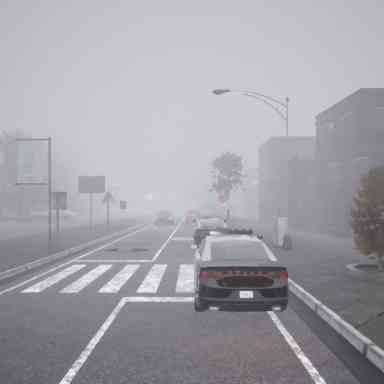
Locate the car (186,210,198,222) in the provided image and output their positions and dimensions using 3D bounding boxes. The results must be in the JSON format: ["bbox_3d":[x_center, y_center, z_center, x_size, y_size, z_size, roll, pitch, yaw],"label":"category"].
[{"bbox_3d":[0.203,3.276,46.658,2.097,1.767,4.553,0,-2,1],"label":"car"}]

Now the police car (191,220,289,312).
[{"bbox_3d":[0.998,1.765,8.656,1.930,1.638,5.238,0,-2,0],"label":"police car"}]

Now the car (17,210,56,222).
[{"bbox_3d":[-21.773,3.394,46.155,4.674,1.452,2.002,0,-2,0],"label":"car"}]

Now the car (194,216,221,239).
[{"bbox_3d":[1.060,2.527,24.543,1.812,1.442,4.674,0,-2,0],"label":"car"}]

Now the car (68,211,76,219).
[{"bbox_3d":[-21.748,3.628,52.700,5.008,1.535,2.097,0,-2,0],"label":"car"}]

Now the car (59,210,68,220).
[{"bbox_3d":[-21.754,3.492,49.430,4.892,1.521,2.231,0,-2,0],"label":"car"}]

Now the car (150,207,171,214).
[{"bbox_3d":[-8.498,4.960,89.809,5.566,2.045,2.435,0,-3,0],"label":"car"}]

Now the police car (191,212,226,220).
[{"bbox_3d":[1.034,2.178,18.658,1.930,1.638,5.238,0,-2,0],"label":"police car"}]

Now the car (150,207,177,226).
[{"bbox_3d":[-3.107,2.902,37.679,2.097,1.767,4.553,0,-2,0],"label":"car"}]

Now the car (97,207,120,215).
[{"bbox_3d":[-21.572,4.960,84.306,5.008,1.535,2.097,0,-2,0],"label":"car"}]

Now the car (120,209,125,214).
[{"bbox_3d":[-21.554,5.214,89.868,5.008,1.535,2.097,0,-3,0],"label":"car"}]

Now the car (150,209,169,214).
[{"bbox_3d":[-8.478,5.083,87.000,4.892,1.521,2.231,0,-3,0],"label":"car"}]

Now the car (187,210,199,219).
[{"bbox_3d":[0.244,4.030,60.089,2.033,1.411,5.357,0,-2,0],"label":"car"}]
